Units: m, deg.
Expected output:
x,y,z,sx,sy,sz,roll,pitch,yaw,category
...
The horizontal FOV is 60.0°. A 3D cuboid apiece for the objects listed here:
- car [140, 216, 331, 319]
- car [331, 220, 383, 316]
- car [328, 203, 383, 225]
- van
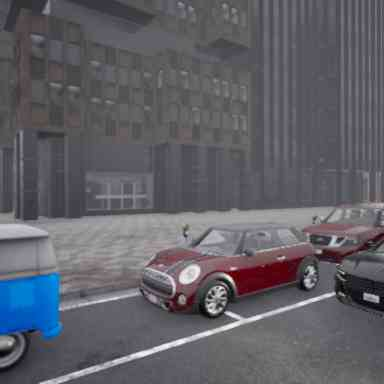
x,y,z,sx,sy,sz,roll,pitch,yaw,category
0.902,1.433,7.295,4.097,1.590,1.967,0,0,-35,car
4.979,1.467,6.927,5.008,1.535,1.882,0,0,-35,car
5.495,1.300,10.570,5.009,1.841,2.192,0,0,-35,car
-3.691,1.342,4.021,3.998,1.788,1.690,0,0,-35,van
